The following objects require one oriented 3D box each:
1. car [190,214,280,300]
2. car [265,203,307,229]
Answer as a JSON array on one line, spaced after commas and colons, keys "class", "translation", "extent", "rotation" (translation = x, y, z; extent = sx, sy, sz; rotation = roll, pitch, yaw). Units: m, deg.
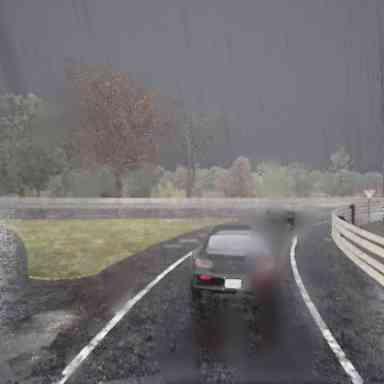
[{"class": "car", "translation": [1.099, 1.504, 8.315], "extent": [1.812, 1.442, 4.674], "rotation": [0, 0, 9]}, {"class": "car", "translation": [6.171, 1.437, 21.556], "extent": [1.882, 1.535, 5.008], "rotation": [0, 0, 28]}]
